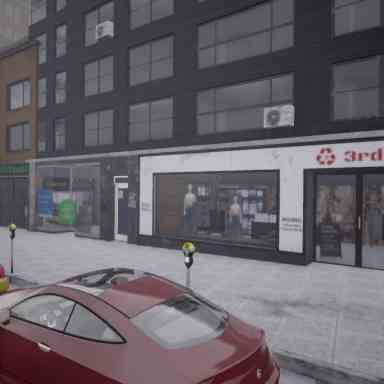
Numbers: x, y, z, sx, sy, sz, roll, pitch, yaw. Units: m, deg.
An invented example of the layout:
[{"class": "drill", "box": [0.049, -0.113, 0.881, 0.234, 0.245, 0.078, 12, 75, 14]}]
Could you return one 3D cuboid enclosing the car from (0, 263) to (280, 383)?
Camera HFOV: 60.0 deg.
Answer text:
[{"class": "car", "box": [-1.118, 1.581, 3.866, 4.206, 1.307, 1.802, 0, 1, 35]}]
